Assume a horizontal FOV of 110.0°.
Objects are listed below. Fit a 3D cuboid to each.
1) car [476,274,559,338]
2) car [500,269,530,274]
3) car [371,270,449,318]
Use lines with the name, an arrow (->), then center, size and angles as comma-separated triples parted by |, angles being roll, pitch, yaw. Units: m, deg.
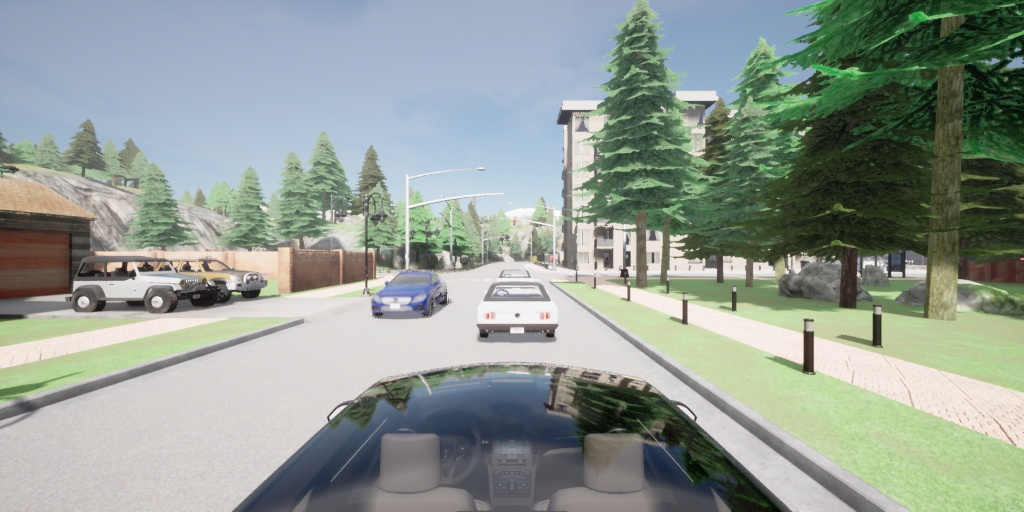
car -> 0.131, 1.351, 10.148 | 1.895, 1.301, 4.718 | 0, 0, 0
car -> 0.160, 1.351, 19.316 | 1.895, 1.301, 4.718 | 0, 0, 0
car -> -3.534, 1.275, 13.213 | 1.812, 1.442, 4.674 | 0, 0, 0
